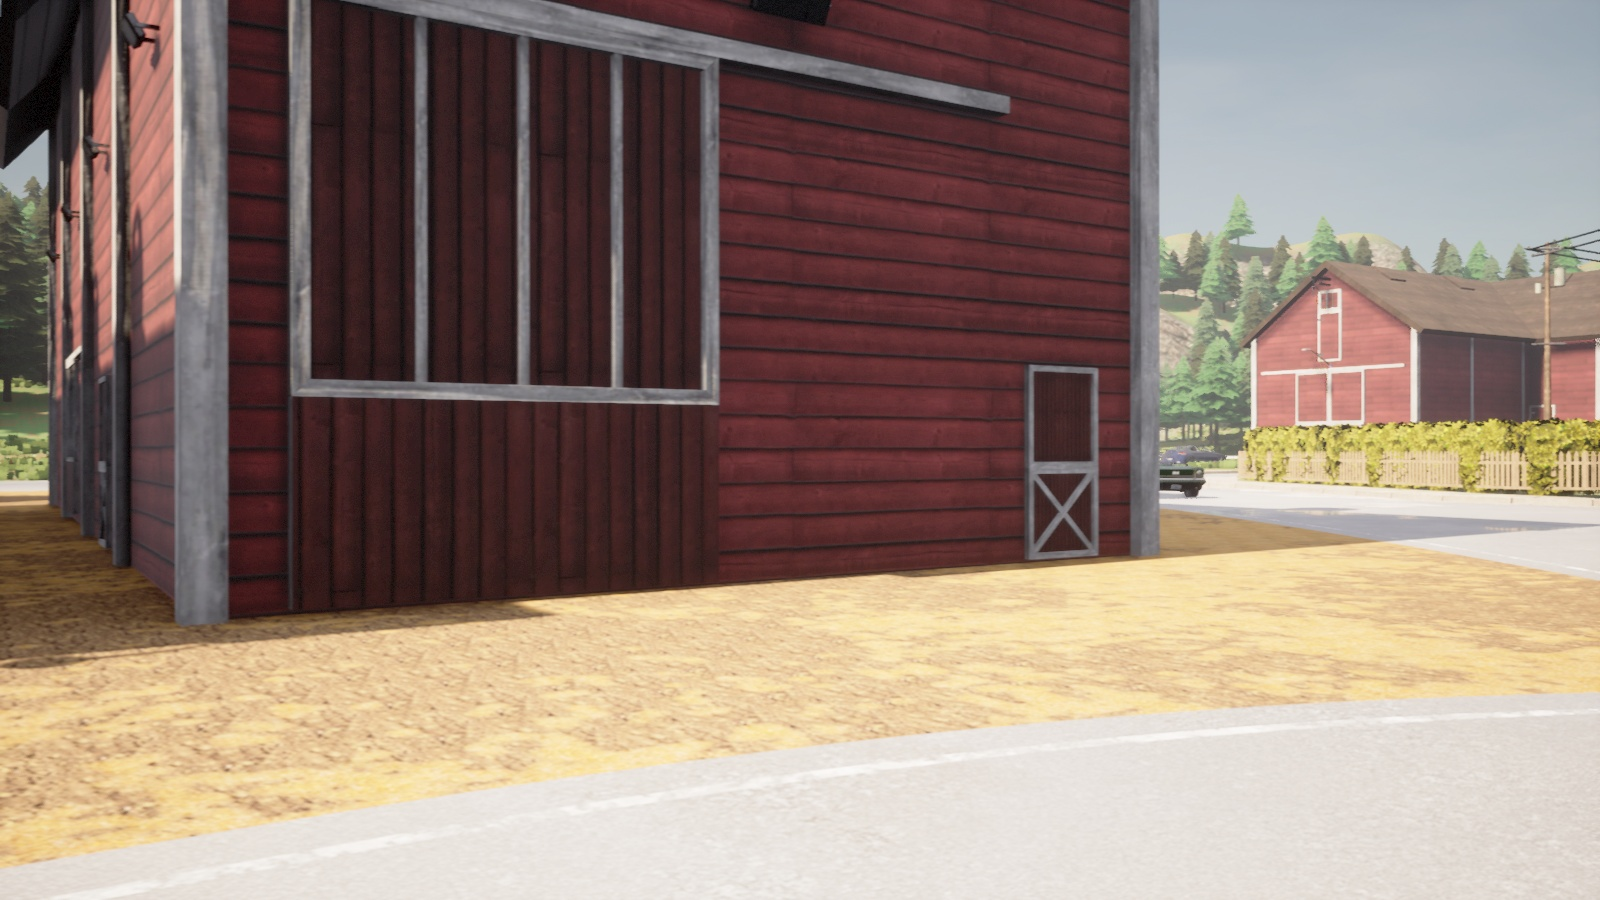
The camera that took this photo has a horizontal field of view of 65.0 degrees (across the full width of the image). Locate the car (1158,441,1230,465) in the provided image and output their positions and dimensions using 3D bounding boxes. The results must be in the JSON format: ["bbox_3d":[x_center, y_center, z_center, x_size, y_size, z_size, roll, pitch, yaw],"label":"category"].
[{"bbox_3d":[27.974,0.209,89.217,5.027,1.651,2.152,0,0,-33],"label":"car"}]

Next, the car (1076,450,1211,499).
[{"bbox_3d":[9.832,0.654,36.364,1.895,1.301,4.718,0,0,-10],"label":"car"}]
